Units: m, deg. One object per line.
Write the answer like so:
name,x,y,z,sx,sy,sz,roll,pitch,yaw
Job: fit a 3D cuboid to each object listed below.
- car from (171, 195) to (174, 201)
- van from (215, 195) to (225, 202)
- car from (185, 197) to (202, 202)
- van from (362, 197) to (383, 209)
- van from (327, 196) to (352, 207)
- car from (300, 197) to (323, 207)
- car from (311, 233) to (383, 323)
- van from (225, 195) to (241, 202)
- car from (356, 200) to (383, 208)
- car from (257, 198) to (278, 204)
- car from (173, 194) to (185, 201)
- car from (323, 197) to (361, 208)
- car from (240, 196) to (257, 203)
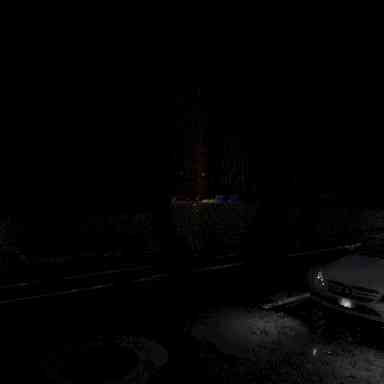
car,-5.659,1.847,94.093,1.752,1.417,4.829,1,0,-36
van,7.783,1.751,89.964,1.690,1.788,3.998,1,0,-36
car,0.852,1.873,84.999,2.008,1.369,4.403,1,0,-36
van,27.293,1.678,48.070,1.690,1.788,3.998,1,0,-36
van,27.614,1.757,62.266,1.690,1.788,3.998,1,0,-36
car,20.681,1.910,57.301,1.802,1.307,4.206,1,0,-36
car,4.449,1.580,6.870,4.674,1.442,1.812,1,0,-36
van,11.088,1.751,85.348,1.690,1.788,3.998,1,0,-36
car,30.917,2.002,57.648,1.802,1.307,4.206,1,0,-36
car,17.697,1.992,76.113,1.802,1.307,4.206,1,0,-36
car,-2.452,1.762,89.616,1.967,1.590,4.097,1,0,-36
car,23.989,1.647,52.686,2.192,1.841,5.009,1,0,-36
car,14.392,1.992,80.730,1.802,1.307,4.206,1,0,-36
